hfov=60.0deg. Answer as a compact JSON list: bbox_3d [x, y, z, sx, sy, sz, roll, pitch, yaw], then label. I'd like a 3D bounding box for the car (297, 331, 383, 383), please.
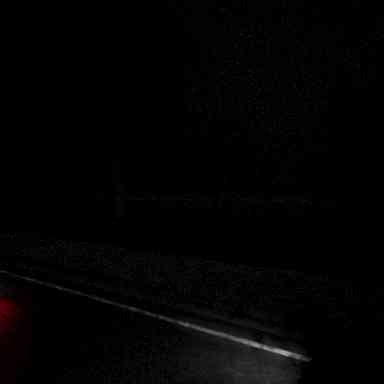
[{"bbox_3d":[2.968,1.507,1.569,4.892,1.490,1.837,0,0,36],"label":"car"}]
